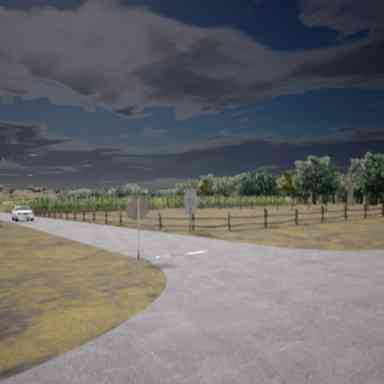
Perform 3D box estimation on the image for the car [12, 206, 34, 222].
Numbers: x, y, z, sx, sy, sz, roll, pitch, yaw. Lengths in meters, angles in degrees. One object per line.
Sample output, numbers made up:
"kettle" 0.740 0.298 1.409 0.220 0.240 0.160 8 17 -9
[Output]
"car" -23.625 2.988 46.377 2.150 2.045 5.566 1 -3 -35
